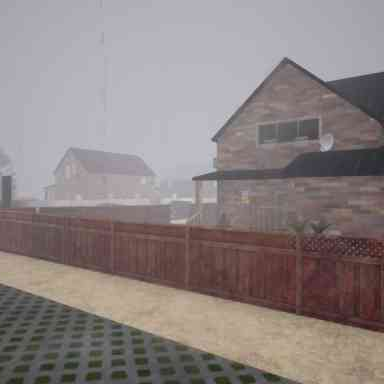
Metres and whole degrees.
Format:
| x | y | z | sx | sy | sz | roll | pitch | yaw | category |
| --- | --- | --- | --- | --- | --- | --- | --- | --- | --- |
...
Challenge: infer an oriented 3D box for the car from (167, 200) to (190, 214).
| x | y | z | sx | sy | sz | roll | pitch | yaw | category |
| --- | --- | --- | --- | --- | --- | --- | --- | --- | --- |
| -1.748 | 1.703 | 37.897 | 1.837 | 1.490 | 4.892 | 0 | 0 | 35 | car |

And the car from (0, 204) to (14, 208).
| x | y | z | sx | sy | sz | roll | pitch | yaw | category |
| --- | --- | --- | --- | --- | --- | --- | --- | --- | --- |
| -13.252 | 1.579 | 21.632 | 1.837 | 1.490 | 4.892 | 0 | 0 | 34 | car |

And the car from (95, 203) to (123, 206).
| x | y | z | sx | sy | sz | roll | pitch | yaw | category |
| --- | --- | --- | --- | --- | --- | --- | --- | --- | --- |
| -7.607 | 1.680 | 29.663 | 2.033 | 1.411 | 5.357 | 0 | 0 | 36 | car |
